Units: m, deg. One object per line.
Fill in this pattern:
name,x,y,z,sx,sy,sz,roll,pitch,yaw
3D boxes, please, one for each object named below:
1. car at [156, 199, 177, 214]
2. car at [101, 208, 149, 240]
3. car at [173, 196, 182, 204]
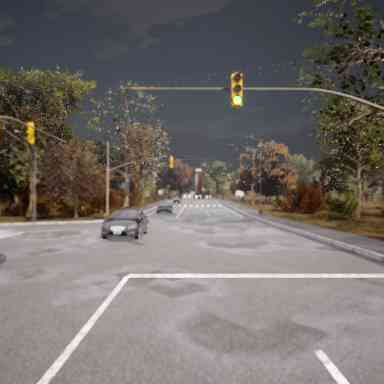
car,-3.313,1.999,41.876,2.033,1.411,5.357,0,0,0
car,-3.428,1.633,17.757,2.128,1.511,4.902,0,-1,0
car,-2.993,1.608,67.604,2.033,1.411,5.357,0,1,1
